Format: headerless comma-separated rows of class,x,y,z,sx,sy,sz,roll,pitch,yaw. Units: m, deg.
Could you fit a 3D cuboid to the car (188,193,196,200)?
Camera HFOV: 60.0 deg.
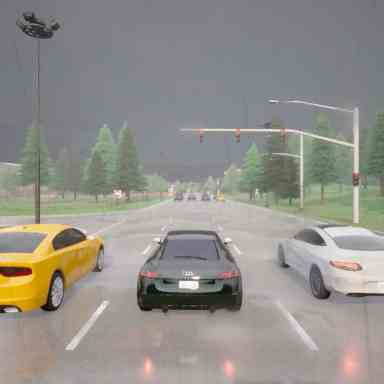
car,0.006,1.187,92.081,2.097,1.767,4.553,0,0,0

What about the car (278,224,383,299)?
car,3.519,1.526,8.305,1.812,1.442,4.674,0,0,1

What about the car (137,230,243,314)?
car,0.002,1.564,7.732,1.994,1.385,4.181,0,0,2

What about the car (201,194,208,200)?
car,3.506,1.332,92.111,1.837,1.490,4.892,0,0,0

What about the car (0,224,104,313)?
car,-3.487,1.478,7.761,1.882,1.535,5.008,0,0,0

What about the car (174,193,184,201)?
car,-3.495,1.587,82.138,1.895,1.301,4.718,0,0,0

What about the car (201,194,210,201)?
car,3.505,1.545,82.108,1.994,1.385,4.181,0,0,0

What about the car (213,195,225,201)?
car,7.005,1.469,81.691,1.882,1.535,5.008,0,0,0

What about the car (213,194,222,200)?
car,7.006,1.385,92.111,1.994,1.385,4.181,0,0,0

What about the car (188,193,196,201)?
car,0.005,1.347,82.078,2.097,1.767,4.553,0,0,0
